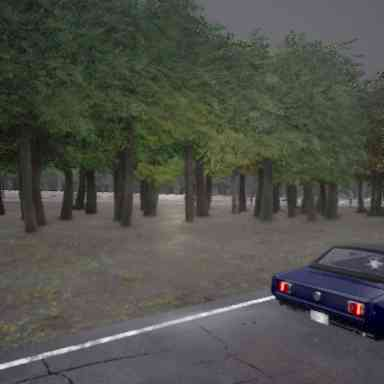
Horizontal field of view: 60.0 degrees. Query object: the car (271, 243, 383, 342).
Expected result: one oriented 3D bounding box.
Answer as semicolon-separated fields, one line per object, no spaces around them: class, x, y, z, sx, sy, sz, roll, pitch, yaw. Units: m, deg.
car;3.779;1.656;6.347;4.718;1.301;1.895;1;0;-35
